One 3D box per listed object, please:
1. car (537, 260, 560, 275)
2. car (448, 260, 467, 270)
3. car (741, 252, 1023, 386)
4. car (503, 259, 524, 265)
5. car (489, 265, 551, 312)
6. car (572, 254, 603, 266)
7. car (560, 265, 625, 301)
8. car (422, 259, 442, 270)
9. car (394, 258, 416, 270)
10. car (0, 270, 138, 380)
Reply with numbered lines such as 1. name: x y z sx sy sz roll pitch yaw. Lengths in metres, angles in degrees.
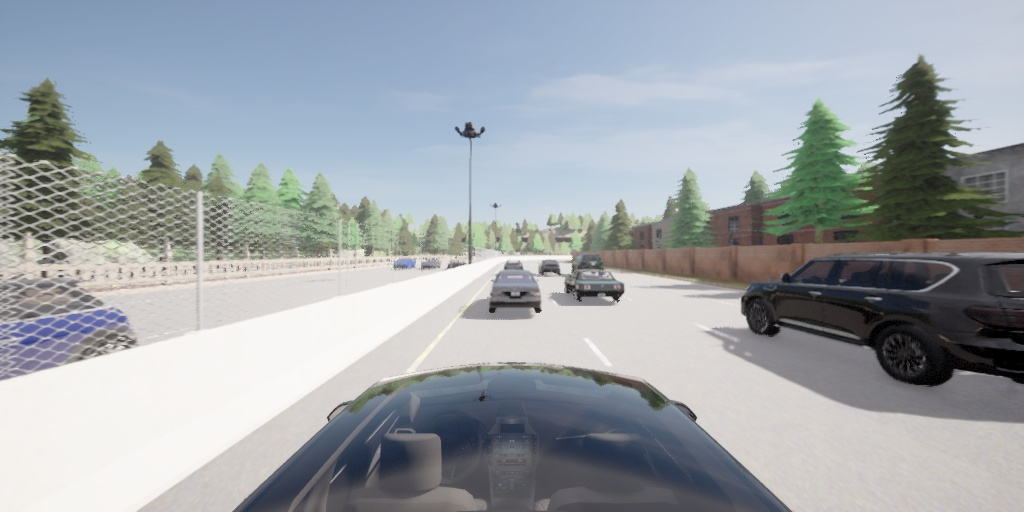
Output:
1. car: 3.631 1.084 35.339 1.837 1.490 4.892 0 1 0
2. car: -7.042 1.119 46.311 1.895 1.301 4.718 0 0 0
3. car: 7.105 0.947 7.068 2.150 2.045 5.566 0 0 0
4. car: 0.130 1.068 35.615 2.128 1.511 4.902 0 0 0
5. car: 0.110 1.235 13.865 2.033 1.411 5.357 0 0 0
6. car: 7.129 0.808 34.176 2.150 2.045 5.566 0 1 0
7. car: 3.612 1.275 16.624 1.895 1.301 4.718 0 0 0
8. car: -10.536 1.061 47.229 2.033 1.411 5.357 0 0 0
9. car: -14.034 0.990 47.208 1.882 1.535 5.008 0 0 0
10. car: -7.099 1.090 3.793 2.097 1.767 4.553 0 0 0
